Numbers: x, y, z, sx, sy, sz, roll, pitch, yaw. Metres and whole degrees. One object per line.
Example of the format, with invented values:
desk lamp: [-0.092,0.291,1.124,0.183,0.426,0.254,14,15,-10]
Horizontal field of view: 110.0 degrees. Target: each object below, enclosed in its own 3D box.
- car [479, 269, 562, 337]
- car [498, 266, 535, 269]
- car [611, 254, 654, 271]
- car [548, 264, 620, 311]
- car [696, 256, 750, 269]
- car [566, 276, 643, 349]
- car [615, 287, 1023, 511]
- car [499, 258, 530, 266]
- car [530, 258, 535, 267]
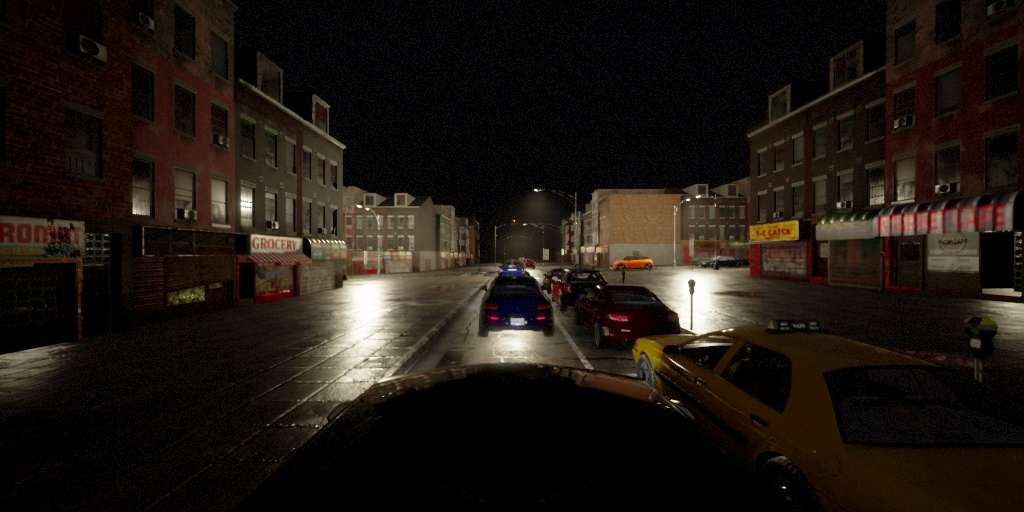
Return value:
car: [0.079,1.277,10.158,1.812,1.442,4.674,0,0,-1]
car: [0.117,1.357,17.579,1.895,1.301,4.718,0,0,0]
car: [13.385,0.734,40.315,4.553,1.767,2.097,-1,0,0]
car: [2.648,1.193,14.347,1.967,1.591,4.097,0,0,0]
car: [23.736,0.661,40.327,5.357,1.411,2.033,-1,0,0]
car: [2.644,1.333,8.881,1.802,1.307,4.207,0,0,0]
car: [2.640,1.275,3.584,1.751,1.417,4.829,0,0,0]
car: [0.007,1.124,27.478,2.097,1.767,4.553,0,0,0]
car: [2.679,1.307,57.154,1.967,1.591,4.097,0,0,0]
